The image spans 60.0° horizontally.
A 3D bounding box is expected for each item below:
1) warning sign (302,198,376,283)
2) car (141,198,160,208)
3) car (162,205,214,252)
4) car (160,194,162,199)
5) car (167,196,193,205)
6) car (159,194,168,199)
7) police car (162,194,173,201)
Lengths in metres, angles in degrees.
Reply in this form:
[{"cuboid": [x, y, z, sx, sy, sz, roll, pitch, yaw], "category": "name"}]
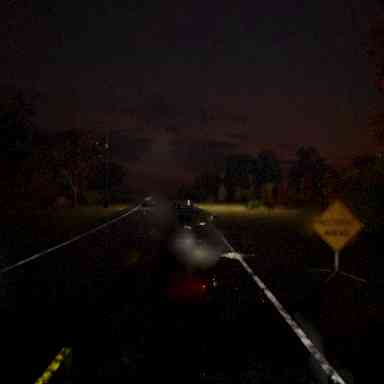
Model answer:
[{"cuboid": [3.472, 1.099, 7.990, 1.300, 1.860, 1.060, 0, 0, -1], "category": "warning sign"}, {"cuboid": [-5.866, 1.461, 45.968, 1.994, 1.385, 4.181, 0, 0, -5], "category": "car"}, {"cuboid": [-0.171, 1.478, 13.760, 1.837, 1.490, 4.892, 0, 0, -1], "category": "car"}, {"cuboid": [-6.941, 1.240, 87.920, 1.882, 1.535, 5.008, 0, 0, -10], "category": "car"}, {"cuboid": [-0.906, 1.429, 29.750, 2.128, 1.511, 4.902, 0, 0, -3], "category": "car"}, {"cuboid": [-8.051, 1.263, 93.851, 1.812, 1.442, 4.674, 0, 0, -11], "category": "car"}, {"cuboid": [-5.271, 1.222, 78.115, 1.930, 1.638, 5.238, 0, 0, -9], "category": "police car"}]
